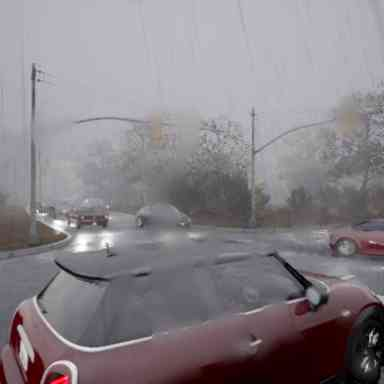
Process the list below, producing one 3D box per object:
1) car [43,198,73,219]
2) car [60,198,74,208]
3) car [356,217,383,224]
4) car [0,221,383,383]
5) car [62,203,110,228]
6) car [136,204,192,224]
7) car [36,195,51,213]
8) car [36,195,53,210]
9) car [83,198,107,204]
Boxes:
[{"bbox_3d":[-11.797,1.539,30.119,2.128,1.511,4.902,0,0,-30],"label":"car"},{"bbox_3d":[-20.376,1.779,54.049,1.837,1.490,4.892,0,-1,-25],"label":"car"},{"bbox_3d":[7.068,1.610,11.754,4.181,1.385,1.994,0,0,29],"label":"car"},{"bbox_3d":[0.364,1.361,3.946,4.553,1.767,2.097,0,0,-35],"label":"car"},{"bbox_3d":[-7.033,1.624,22.110,1.895,1.301,4.718,0,0,-31],"label":"car"},{"bbox_3d":[-1.846,1.539,20.608,1.837,1.490,4.892,0,0,-33],"label":"car"},{"bbox_3d":[-16.602,1.459,38.766,2.097,1.767,4.553,0,-1,-28],"label":"car"},{"bbox_3d":[-21.399,1.427,48.163,2.150,2.045,5.566,0,-1,-25],"label":"car"},{"bbox_3d":[-9.836,1.423,33.667,2.097,1.767,4.553,0,0,-29],"label":"car"}]
